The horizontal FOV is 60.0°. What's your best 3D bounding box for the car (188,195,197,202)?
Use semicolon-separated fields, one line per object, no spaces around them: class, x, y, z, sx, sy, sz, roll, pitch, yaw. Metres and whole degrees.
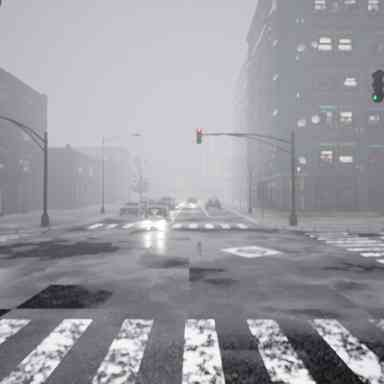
car;0.024;1.309;69.892;1.812;1.442;4.674;0;0;0

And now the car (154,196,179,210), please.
car;-3.082;1.324;40.039;2.097;1.767;4.553;0;0;0

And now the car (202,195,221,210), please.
car;2.720;1.410;43.224;1.967;1.590;4.097;1;0;0

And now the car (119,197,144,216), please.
car;-5.742;1.523;31.797;1.887;1.381;4.507;1;0;0

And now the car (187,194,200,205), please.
car;0.020;1.437;59.466;1.882;1.535;5.008;0;0;0

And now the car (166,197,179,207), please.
car;-3.064;1.489;52.898;1.812;1.442;4.674;0;0;0

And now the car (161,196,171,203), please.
car;-5.653;1.534;71.600;1.802;1.307;4.206;1;0;0

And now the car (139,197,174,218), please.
car;-3.087;1.471;29.946;2.128;1.511;4.902;0;0;0
